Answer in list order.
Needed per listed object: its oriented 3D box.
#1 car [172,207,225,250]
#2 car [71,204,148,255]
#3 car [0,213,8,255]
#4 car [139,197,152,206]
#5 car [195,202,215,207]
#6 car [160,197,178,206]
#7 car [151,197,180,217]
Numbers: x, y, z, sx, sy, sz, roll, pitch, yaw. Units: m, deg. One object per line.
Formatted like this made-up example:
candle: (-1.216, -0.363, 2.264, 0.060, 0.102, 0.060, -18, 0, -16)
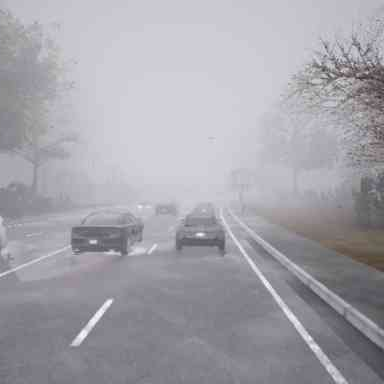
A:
car: (0.372, 1.569, 14.497, 1.994, 1.385, 4.181, 0, 0, 2)
car: (-3.165, 1.480, 13.369, 1.882, 1.535, 5.008, 0, 0, 2)
car: (-6.994, 1.220, 8.339, 2.150, 2.045, 5.566, 0, 0, 1)
car: (-7.358, 1.539, 55.322, 1.812, 1.442, 4.674, 0, 0, 7)
car: (1.166, 1.575, 30.945, 1.994, 1.385, 4.181, 0, 0, 4)
car: (-3.794, 1.563, 55.649, 2.033, 1.411, 5.357, 0, 0, 6)
car: (-2.281, 1.487, 31.900, 1.882, 1.535, 5.008, 0, 0, 4)
